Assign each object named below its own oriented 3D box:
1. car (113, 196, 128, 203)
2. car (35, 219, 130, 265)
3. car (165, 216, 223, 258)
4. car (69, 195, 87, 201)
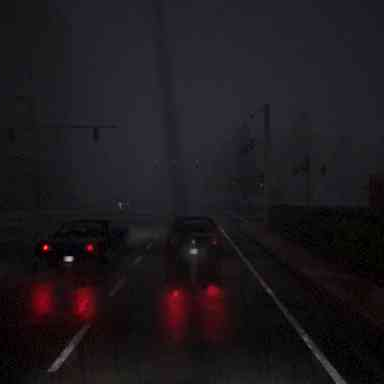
[{"bbox_3d":[-14.171,1.427,65.681,1.812,1.442,4.674,0,0,-34],"label":"car"},{"bbox_3d":[-3.436,1.583,11.528,1.895,1.301,4.718,0,0,0],"label":"car"},{"bbox_3d":[0.069,1.581,12.700,1.895,1.301,4.718,0,0,0],"label":"car"},{"bbox_3d":[-26.518,1.363,76.970,5.008,1.535,1.882,0,0,31],"label":"car"}]
